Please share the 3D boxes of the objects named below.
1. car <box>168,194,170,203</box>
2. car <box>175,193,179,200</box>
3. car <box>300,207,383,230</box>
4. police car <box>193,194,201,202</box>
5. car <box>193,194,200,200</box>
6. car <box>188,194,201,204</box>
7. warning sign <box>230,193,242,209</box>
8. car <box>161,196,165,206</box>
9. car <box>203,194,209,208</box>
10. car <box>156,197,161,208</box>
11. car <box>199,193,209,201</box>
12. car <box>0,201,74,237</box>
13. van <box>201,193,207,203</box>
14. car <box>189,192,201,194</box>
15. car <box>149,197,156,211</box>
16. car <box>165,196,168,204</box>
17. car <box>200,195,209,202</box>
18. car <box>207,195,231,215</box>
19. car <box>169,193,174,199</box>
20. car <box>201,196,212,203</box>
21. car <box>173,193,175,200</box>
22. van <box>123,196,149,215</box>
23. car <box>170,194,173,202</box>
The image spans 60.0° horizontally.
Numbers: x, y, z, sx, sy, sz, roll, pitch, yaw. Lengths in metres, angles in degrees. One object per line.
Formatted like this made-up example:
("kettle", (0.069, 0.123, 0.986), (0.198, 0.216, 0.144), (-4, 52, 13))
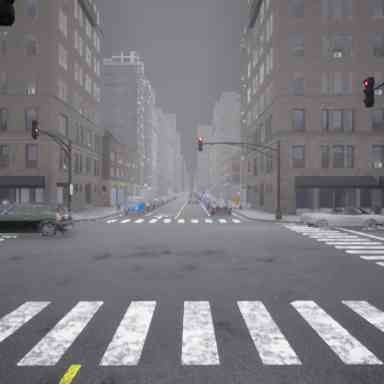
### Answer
("car", (-5.590, 1.510, 61.551), (1.752, 1.417, 4.829), (0, 0, 0))
("car", (-5.464, 1.282, 90.062), (2.192, 1.841, 5.009), (0, 0, 0))
("car", (9.238, 1.602, 20.649), (4.718, 1.301, 1.895), (0, 0, 0))
("police car", (1.144, 1.400, 79.442), (1.930, 1.638, 5.238), (0, 0, -1))
("car", (1.179, 1.423, 89.537), (1.801, 1.575, 5.366), (0, 0, 0))
("car", (0.275, 1.548, 62.915), (1.994, 1.385, 4.181), (0, 0, 0))
("warning sign", (5.239, 1.107, 39.327), (1.300, 1.860, 1.060), (0, 0, 0))
("car", (-5.639, 1.571, 50.384), (1.802, 1.307, 4.206), (0, 0, 0))
("car", (2.861, 1.431, 44.682), (1.967, 1.590, 4.097), (0, 0, 0))
("car", (-5.664, 1.557, 44.716), (1.947, 1.339, 4.313), (0, 0, 0))
("car", (3.036, 1.286, 84.367), (2.192, 1.841, 5.009), (0, 0, 0))
("car", (-8.644, 1.338, 17.310), (4.553, 1.767, 2.097), (0, 0, 0))
("van", (2.911, 1.328, 56.020), (1.690, 1.788, 3.998), (0, 0, 0))
("car", (0.319, 1.019, 72.949), (2.150, 2.045, 5.566), (0, 0, 0))
("car", (-5.690, 1.432, 39.048), (1.967, 1.590, 4.097), (0, 0, 0))
("car", (-5.615, 1.553, 56.053), (1.947, 1.339, 4.313), (0, 0, 0))
("car", (3.012, 1.415, 78.698), (1.967, 1.590, 4.097), (0, 0, 0))
("car", (2.811, 1.433, 33.344), (1.967, 1.590, 4.097), (0, 0, 0))
("car", (-5.539, 1.523, 73.057), (1.887, 1.381, 4.507), (0, 0, 0))
("car", (2.962, 1.533, 67.359), (2.008, 1.369, 4.403), (0, 0, 0))
("car", (-5.515, 1.500, 78.555), (1.752, 1.417, 4.829), (0, 0, 0))
("van", (-5.715, 1.334, 33.379), (1.690, 1.788, 3.998), (0, 0, 0))
("car", (-5.564, 1.548, 67.389), (1.947, 1.339, 4.313), (0, 0, 0))
